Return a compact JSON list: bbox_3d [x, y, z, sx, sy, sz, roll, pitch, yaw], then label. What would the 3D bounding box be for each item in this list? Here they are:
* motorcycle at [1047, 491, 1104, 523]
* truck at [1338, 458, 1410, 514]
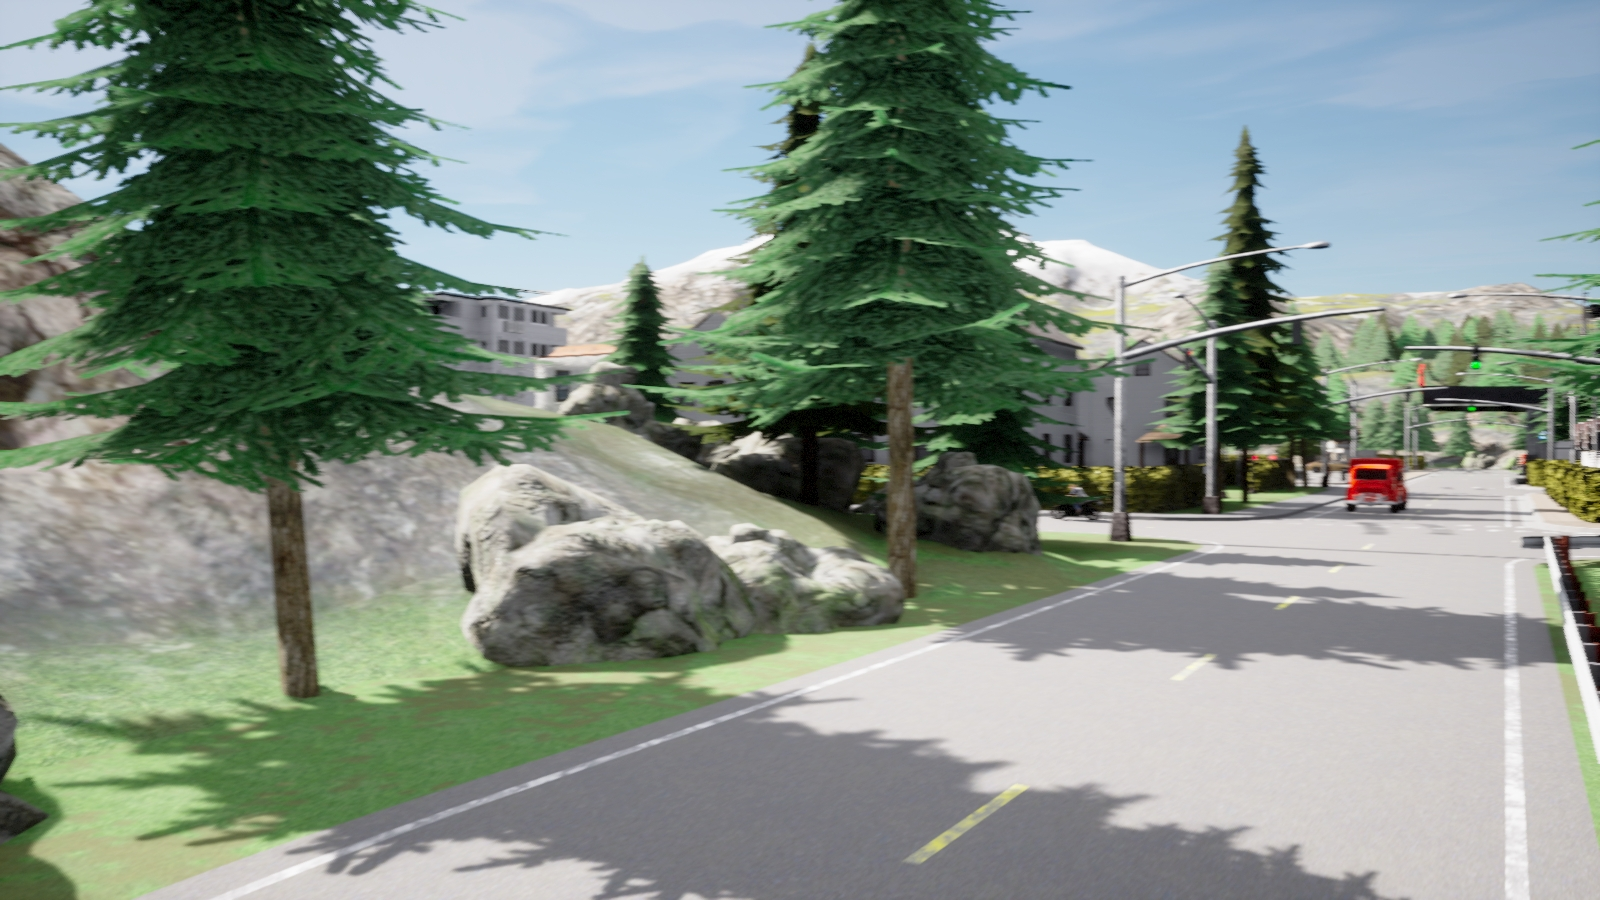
[{"bbox_3d":[10.794,2.212,44.782,2.033,1.145,0.803,0,0,33],"label":"motorcycle"},{"bbox_3d":[26.936,1.612,53.499,2.627,2.467,5.204,0,0,31],"label":"truck"}]
